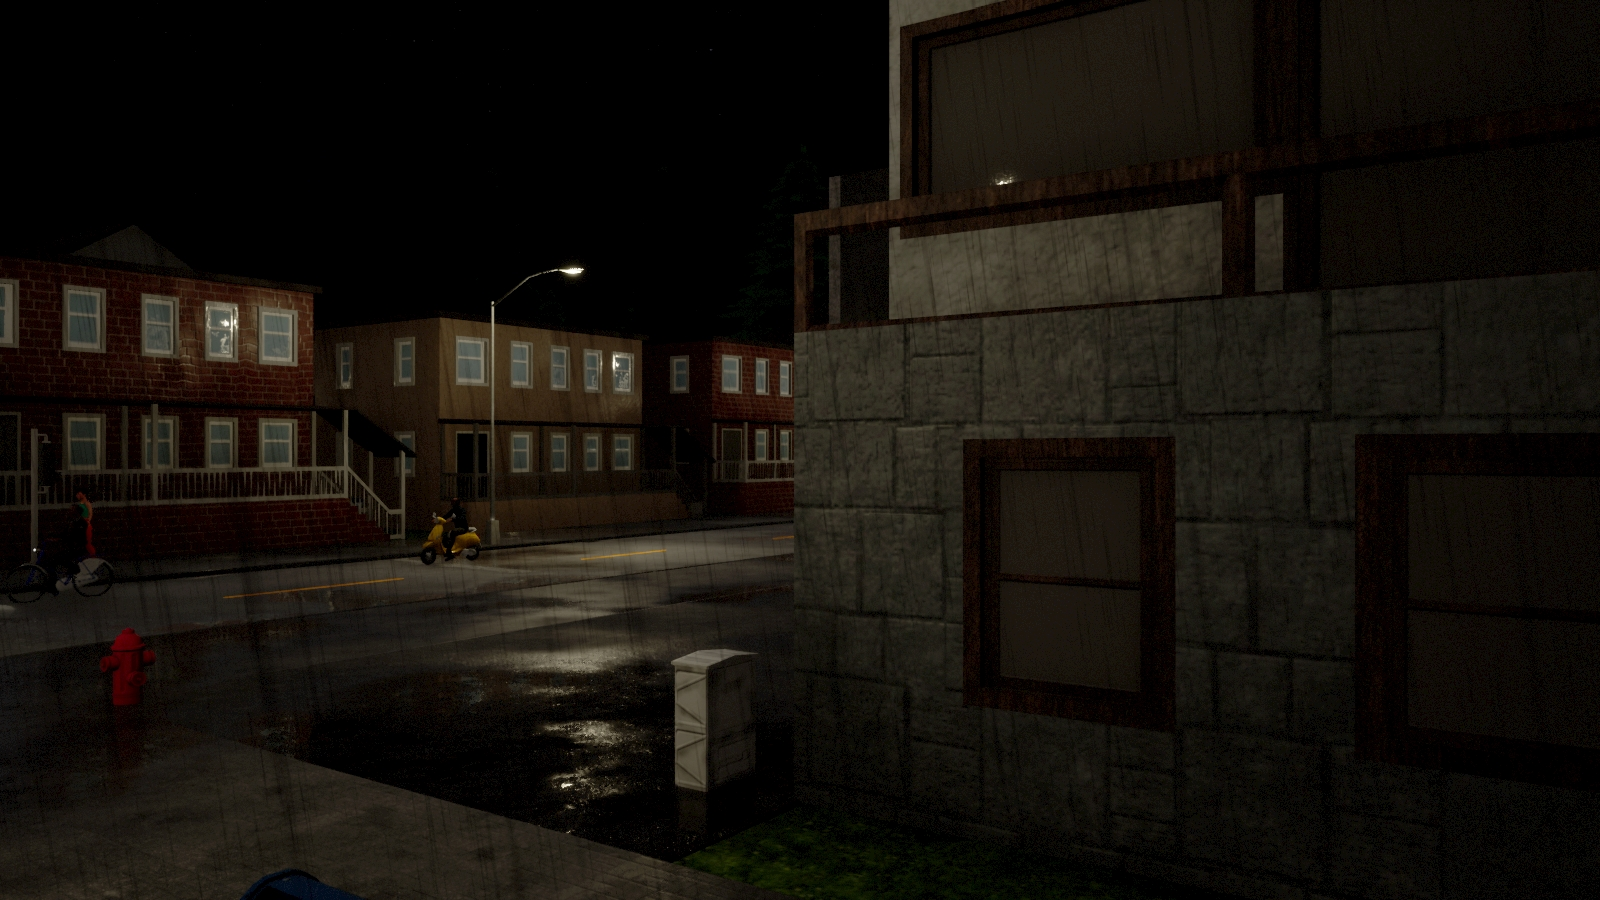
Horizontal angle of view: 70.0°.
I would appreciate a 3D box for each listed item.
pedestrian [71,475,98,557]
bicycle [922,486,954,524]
[{"bbox_3d":[-16.364,1.504,26.135,0.375,1.860,0.375,0,0,25],"label":"pedestrian"},{"bbox_3d":[4.916,1.932,40.638,0.329,1.271,1.835,0,0,35],"label":"bicycle"}]
